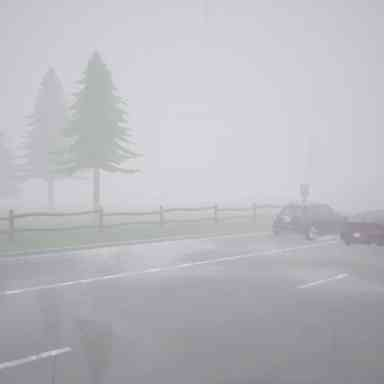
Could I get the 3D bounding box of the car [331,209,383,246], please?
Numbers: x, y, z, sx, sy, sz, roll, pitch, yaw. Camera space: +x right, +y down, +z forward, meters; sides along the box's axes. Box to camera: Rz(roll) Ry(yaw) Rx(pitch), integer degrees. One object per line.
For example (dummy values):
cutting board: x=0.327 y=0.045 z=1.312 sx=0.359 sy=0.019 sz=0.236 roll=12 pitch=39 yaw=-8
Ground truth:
car: x=8.269 y=1.482 z=14.066 sx=5.008 sy=1.535 sz=1.882 roll=0 pitch=0 yaw=-35

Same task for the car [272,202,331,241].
car: x=6.212 y=1.363 z=16.898 sx=4.553 sy=1.767 sz=2.097 roll=0 pitch=0 yaw=-35
